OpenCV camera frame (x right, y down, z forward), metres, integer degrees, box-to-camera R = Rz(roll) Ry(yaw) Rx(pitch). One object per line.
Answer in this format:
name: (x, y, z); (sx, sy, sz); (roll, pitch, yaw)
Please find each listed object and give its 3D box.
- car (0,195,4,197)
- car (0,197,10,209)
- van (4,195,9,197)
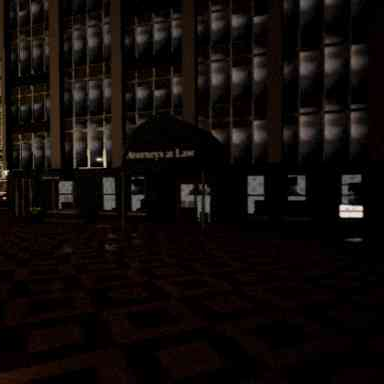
car: (-32.690, 1.538, 52.156); (2.097, 1.767, 4.553); (0, 1, 20)
car: (-27.299, 1.767, 50.270); (1.947, 1.339, 4.313); (0, 1, 20)
van: (-33.285, 1.446, 58.414); (1.690, 1.788, 3.998); (0, 1, 20)
